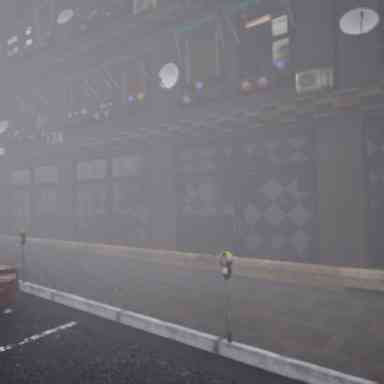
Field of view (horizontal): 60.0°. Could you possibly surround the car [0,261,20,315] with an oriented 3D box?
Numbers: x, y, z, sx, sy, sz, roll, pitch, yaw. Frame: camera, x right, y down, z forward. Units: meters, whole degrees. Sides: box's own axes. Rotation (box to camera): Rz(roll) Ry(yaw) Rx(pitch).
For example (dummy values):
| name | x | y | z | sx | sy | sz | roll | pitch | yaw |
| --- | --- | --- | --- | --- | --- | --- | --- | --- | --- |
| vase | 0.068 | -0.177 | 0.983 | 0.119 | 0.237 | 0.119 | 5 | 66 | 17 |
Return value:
| name | x | y | z | sx | sy | sz | roll | pitch | yaw |
| --- | --- | --- | --- | --- | --- | --- | --- | --- | --- |
| car | -5.094 | 1.589 | 6.390 | 4.507 | 1.381 | 1.887 | 0 | -2 | 36 |
